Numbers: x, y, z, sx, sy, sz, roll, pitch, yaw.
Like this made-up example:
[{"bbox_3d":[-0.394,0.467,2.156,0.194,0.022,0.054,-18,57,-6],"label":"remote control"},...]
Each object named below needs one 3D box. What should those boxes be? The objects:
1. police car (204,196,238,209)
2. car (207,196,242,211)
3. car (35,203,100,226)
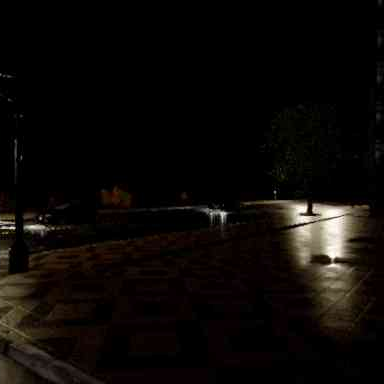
[{"bbox_3d":[3.907,1.353,43.573,2.038,1.542,4.974,1,1,38],"label":"police car"},{"bbox_3d":[4.121,1.431,38.736,1.812,1.442,4.674,1,1,38],"label":"car"},{"bbox_3d":[-8.441,1.490,22.800,1.994,1.385,4.181,1,1,38],"label":"car"}]
